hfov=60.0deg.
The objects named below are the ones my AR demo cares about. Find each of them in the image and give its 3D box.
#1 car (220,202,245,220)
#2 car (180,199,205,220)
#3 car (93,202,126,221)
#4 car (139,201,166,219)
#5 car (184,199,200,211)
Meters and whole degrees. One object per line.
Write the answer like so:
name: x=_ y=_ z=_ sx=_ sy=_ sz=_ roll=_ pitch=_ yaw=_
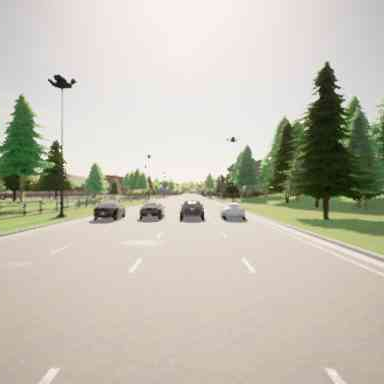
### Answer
car: x=3.513 y=1.611 z=29.054 sx=1.812 sy=1.442 sz=4.674 roll=0 pitch=0 yaw=0
car: x=0.017 y=1.439 z=29.374 sx=2.097 sy=1.767 sz=4.553 roll=0 pitch=0 yaw=0
car: x=-6.988 y=1.562 z=28.617 sx=1.882 sy=1.535 sz=5.008 roll=0 pitch=0 yaw=0
car: x=-3.479 y=1.594 z=29.608 sx=1.837 sy=1.490 sz=4.892 roll=0 pitch=0 yaw=0
car: x=0.056 y=1.691 z=42.941 sx=1.994 sy=1.385 sz=4.181 roll=0 pitch=0 yaw=1
